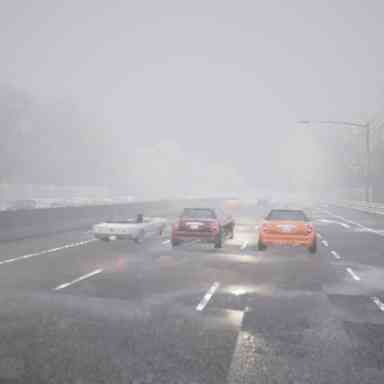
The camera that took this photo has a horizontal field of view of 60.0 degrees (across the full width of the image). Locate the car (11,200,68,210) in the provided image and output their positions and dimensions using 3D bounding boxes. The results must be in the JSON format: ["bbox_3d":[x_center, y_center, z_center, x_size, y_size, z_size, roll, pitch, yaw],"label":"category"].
[{"bbox_3d":[-11.140,1.523,25.590,1.812,1.442,4.674,0,0,15],"label":"car"}]

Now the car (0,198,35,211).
[{"bbox_3d":[-14.410,1.329,26.889,2.097,1.767,4.553,0,0,15],"label":"car"}]

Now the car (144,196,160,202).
[{"bbox_3d":[-7.277,1.500,66.855,2.097,1.767,4.553,0,0,15],"label":"car"}]

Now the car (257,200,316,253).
[{"bbox_3d":[4.075,1.425,14.414,2.097,1.767,4.553,0,0,15],"label":"car"}]

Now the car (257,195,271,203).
[{"bbox_3d":[13.456,1.768,63.097,1.882,1.535,5.008,0,0,15],"label":"car"}]

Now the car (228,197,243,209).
[{"bbox_3d":[6.410,1.551,50.281,2.097,1.767,4.553,0,0,15],"label":"car"}]

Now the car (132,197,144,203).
[{"bbox_3d":[-10.681,1.681,67.675,1.994,1.385,4.181,0,0,15],"label":"car"}]

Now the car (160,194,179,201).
[{"bbox_3d":[-3.893,1.387,65.959,2.150,2.045,5.566,0,0,15],"label":"car"}]

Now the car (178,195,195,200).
[{"bbox_3d":[-0.484,1.671,65.184,2.128,1.511,4.902,0,0,15],"label":"car"}]

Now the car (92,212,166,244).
[{"bbox_3d":[-2.744,1.630,16.021,1.895,1.301,4.718,0,0,15],"label":"car"}]

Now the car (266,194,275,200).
[{"bbox_3d":[21.116,1.659,91.770,2.150,2.045,5.566,0,0,15],"label":"car"}]

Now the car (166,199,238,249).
[{"bbox_3d":[0.652,1.403,15.165,2.097,1.767,4.553,0,0,15],"label":"car"}]
